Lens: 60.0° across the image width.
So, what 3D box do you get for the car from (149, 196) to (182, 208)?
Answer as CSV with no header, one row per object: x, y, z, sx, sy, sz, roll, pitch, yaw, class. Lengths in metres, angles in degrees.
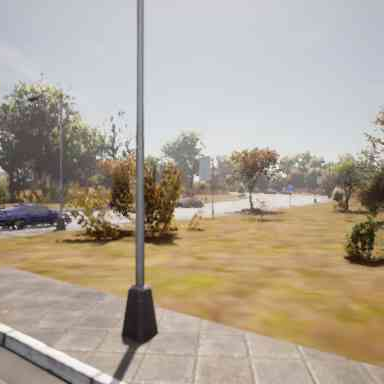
-3.513,1.381,45.479,1.812,1.442,4.674,0,1,39,car

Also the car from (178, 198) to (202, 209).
-0.476,1.421,43.671,1.994,1.385,4.181,0,1,39,car

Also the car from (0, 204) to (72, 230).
-9.853,1.484,20.741,1.812,1.442,4.674,0,0,39,car
